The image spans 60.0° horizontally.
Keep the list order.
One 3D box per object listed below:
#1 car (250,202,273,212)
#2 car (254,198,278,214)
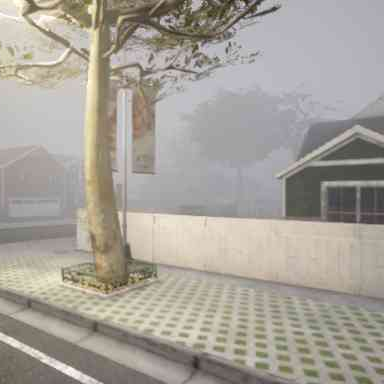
[{"bbox_3d":[10.870,2.303,51.651,1.994,1.385,4.181,0,-1,34],"label":"car"},{"bbox_3d":[10.462,1.908,46.086,2.150,2.045,5.566,0,-1,35],"label":"car"}]
